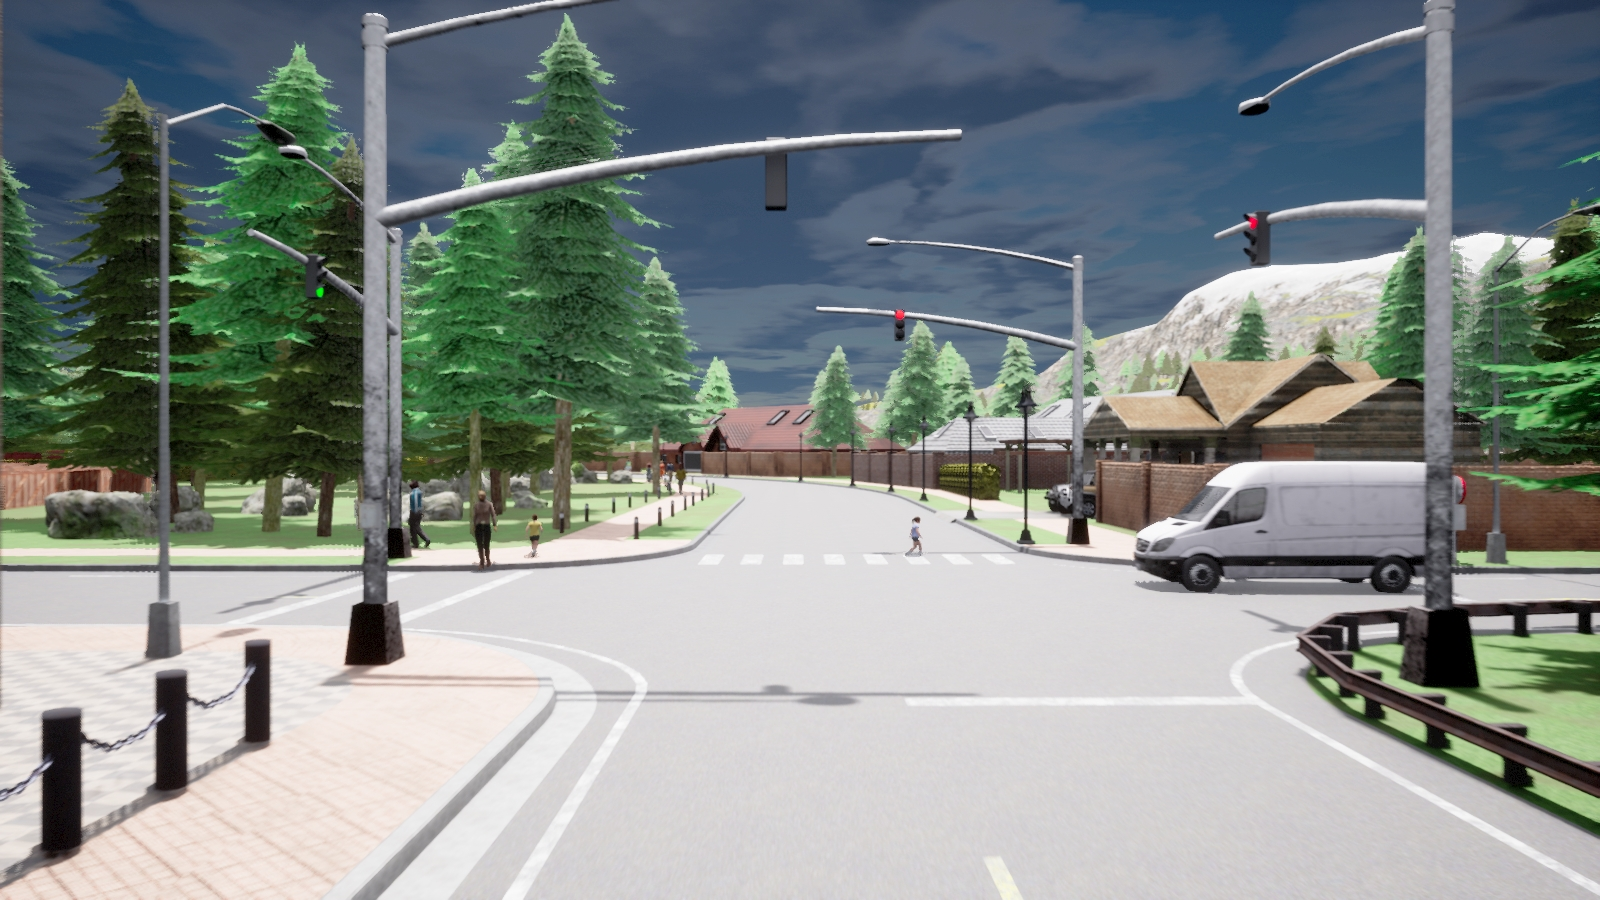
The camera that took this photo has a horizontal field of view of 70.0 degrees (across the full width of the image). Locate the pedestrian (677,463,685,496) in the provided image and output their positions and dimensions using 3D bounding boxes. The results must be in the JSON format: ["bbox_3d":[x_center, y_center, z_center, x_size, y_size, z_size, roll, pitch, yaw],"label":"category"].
[{"bbox_3d":[-6.761,1.663,64.931,0.375,1.860,0.375,0,0,0],"label":"pedestrian"}]

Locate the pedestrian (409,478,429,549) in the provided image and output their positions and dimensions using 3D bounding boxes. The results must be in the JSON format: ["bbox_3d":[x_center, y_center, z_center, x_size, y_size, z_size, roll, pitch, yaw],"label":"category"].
[{"bbox_3d":[-10.069,1.676,30.185,0.375,1.860,0.375,0,0,3],"label":"pedestrian"}]

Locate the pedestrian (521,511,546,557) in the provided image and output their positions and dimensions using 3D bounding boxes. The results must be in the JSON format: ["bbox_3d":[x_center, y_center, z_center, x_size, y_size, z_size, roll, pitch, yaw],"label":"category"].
[{"bbox_3d":[-6.568,2.058,28.192,0.500,1.100,0.500,0,0,2],"label":"pedestrian"}]

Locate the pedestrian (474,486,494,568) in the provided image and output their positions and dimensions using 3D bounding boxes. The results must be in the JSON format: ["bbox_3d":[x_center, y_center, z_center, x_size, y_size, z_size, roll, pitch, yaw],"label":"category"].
[{"bbox_3d":[-7.244,1.767,26.201,0.375,1.860,0.375,0,0,-3],"label":"pedestrian"}]

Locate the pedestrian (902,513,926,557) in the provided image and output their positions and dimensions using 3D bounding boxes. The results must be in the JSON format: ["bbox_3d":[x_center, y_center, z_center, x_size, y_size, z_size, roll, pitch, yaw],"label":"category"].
[{"bbox_3d":[2.972,2.198,29.723,0.500,1.100,0.500,0,0,-12],"label":"pedestrian"}]

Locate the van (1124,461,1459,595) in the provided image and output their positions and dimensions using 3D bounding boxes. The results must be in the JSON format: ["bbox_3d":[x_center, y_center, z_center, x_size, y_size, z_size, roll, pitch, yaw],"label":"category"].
[{"bbox_3d":[9.818,1.512,23.206,5.915,2.561,1.988,0,0,2],"label":"van"}]
